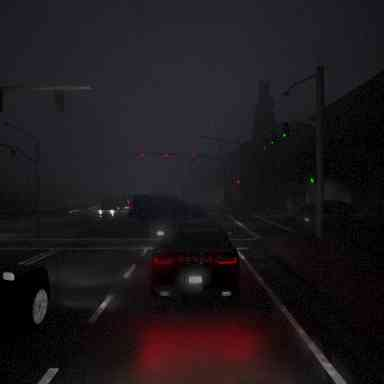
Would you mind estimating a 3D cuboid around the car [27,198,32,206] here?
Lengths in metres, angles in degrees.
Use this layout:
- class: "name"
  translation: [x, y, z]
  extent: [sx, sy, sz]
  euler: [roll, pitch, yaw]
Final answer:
- class: "car"
  translation: [-24.888, 1.156, 46.985]
  extent: [3.866, 1.878, 1.905]
  euler: [0, 0, 0]

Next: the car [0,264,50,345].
- class: "car"
  translation: [-3.440, 1.478, 3.903]
  extent: [1.882, 1.535, 5.008]
  euler: [0, 0, 0]

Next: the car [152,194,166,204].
- class: "car"
  translation: [-6.594, 1.352, 66.664]
  extent: [2.097, 1.767, 4.553]
  euler: [0, 0, 2]

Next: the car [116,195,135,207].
- class: "car"
  translation: [-10.513, 1.352, 53.077]
  extent: [2.097, 1.767, 4.553]
  euler: [0, 0, 2]

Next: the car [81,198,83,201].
- class: "car"
  translation: [-24.888, 1.395, 69.503]
  extent: [3.806, 1.475, 1.970]
  euler: [0, 0, 0]

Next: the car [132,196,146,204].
- class: "car"
  translation: [-10.179, 1.526, 64.125]
  extent: [1.812, 1.442, 4.674]
  euler: [0, 0, 2]

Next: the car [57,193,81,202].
- class: "car"
  translation: [-24.903, 1.156, 66.608]
  extent: [3.866, 1.878, 1.905]
  euler: [0, 0, 0]

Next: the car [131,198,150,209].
- class: "car"
  translation: [-7.157, 1.601, 46.712]
  extent: [1.895, 1.301, 4.718]
  euler: [0, 0, 1]

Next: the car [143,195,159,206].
- class: "car"
  translation: [-6.910, 1.352, 56.520]
  extent: [2.097, 1.767, 4.553]
  euler: [0, 0, 2]

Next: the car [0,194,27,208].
- class: "car"
  translation: [-24.946, 1.153, 44.090]
  extent: [4.605, 1.855, 1.932]
  euler: [0, 0, 0]

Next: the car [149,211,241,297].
- class: "car"
  translation: [0.070, 1.478, 8.635]
  extent: [1.882, 1.535, 5.008]
  euler: [0, 0, 0]

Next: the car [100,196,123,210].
- class: "car"
  translation: [-10.705, 1.505, 44.077]
  extent: [1.837, 1.490, 4.892]
  euler: [0, 0, 1]

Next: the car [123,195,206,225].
- class: "car"
  translation: [-1.733, 1.221, 23.559]
  extent: [5.566, 2.045, 2.150]
  euler: [0, 0, -2]

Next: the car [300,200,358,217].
- class: "car"
  translation: [12.661, 1.478, 30.894]
  extent: [5.008, 1.535, 1.882]
  euler: [0, 0, 0]
